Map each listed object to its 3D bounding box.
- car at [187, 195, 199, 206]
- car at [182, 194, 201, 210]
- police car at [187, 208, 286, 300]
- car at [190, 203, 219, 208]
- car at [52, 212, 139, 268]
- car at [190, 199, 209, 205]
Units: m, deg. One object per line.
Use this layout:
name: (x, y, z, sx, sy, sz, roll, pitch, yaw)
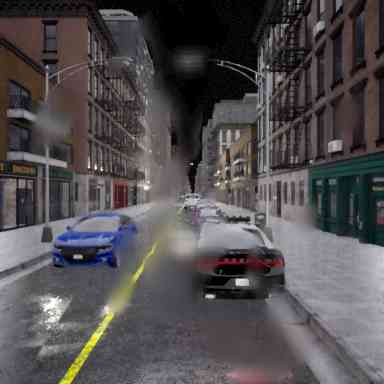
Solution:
car: (0.127, 1.487, 59.489, 2.097, 1.767, 4.553, 0, 0, 0)
car: (0.106, 1.301, 45.533, 2.150, 2.045, 5.566, 0, 0, 1)
police car: (0.918, 1.426, 8.593, 1.930, 1.638, 5.238, 0, 0, 0)
car: (0.940, 1.535, 18.484, 1.812, 1.442, 4.674, 0, 0, 0)
car: (-3.076, 1.480, 11.488, 1.882, 1.535, 5.008, 0, 0, 0)
car: (0.953, 1.496, 24.484, 1.882, 1.535, 5.008, 0, 0, 0)
